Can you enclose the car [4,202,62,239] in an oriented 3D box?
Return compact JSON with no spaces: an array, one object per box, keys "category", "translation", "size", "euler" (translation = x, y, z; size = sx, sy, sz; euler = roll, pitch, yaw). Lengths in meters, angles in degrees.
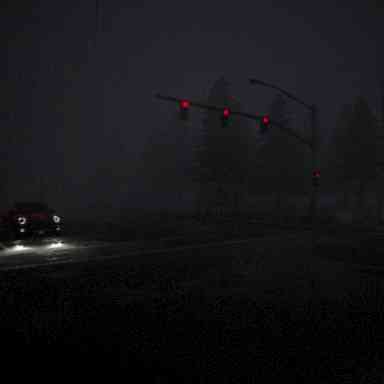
[{"category":"car","translation":[-8.540,1.356,17.696],"size":[2.097,1.767,4.553],"euler":[0,0,-37]}]
